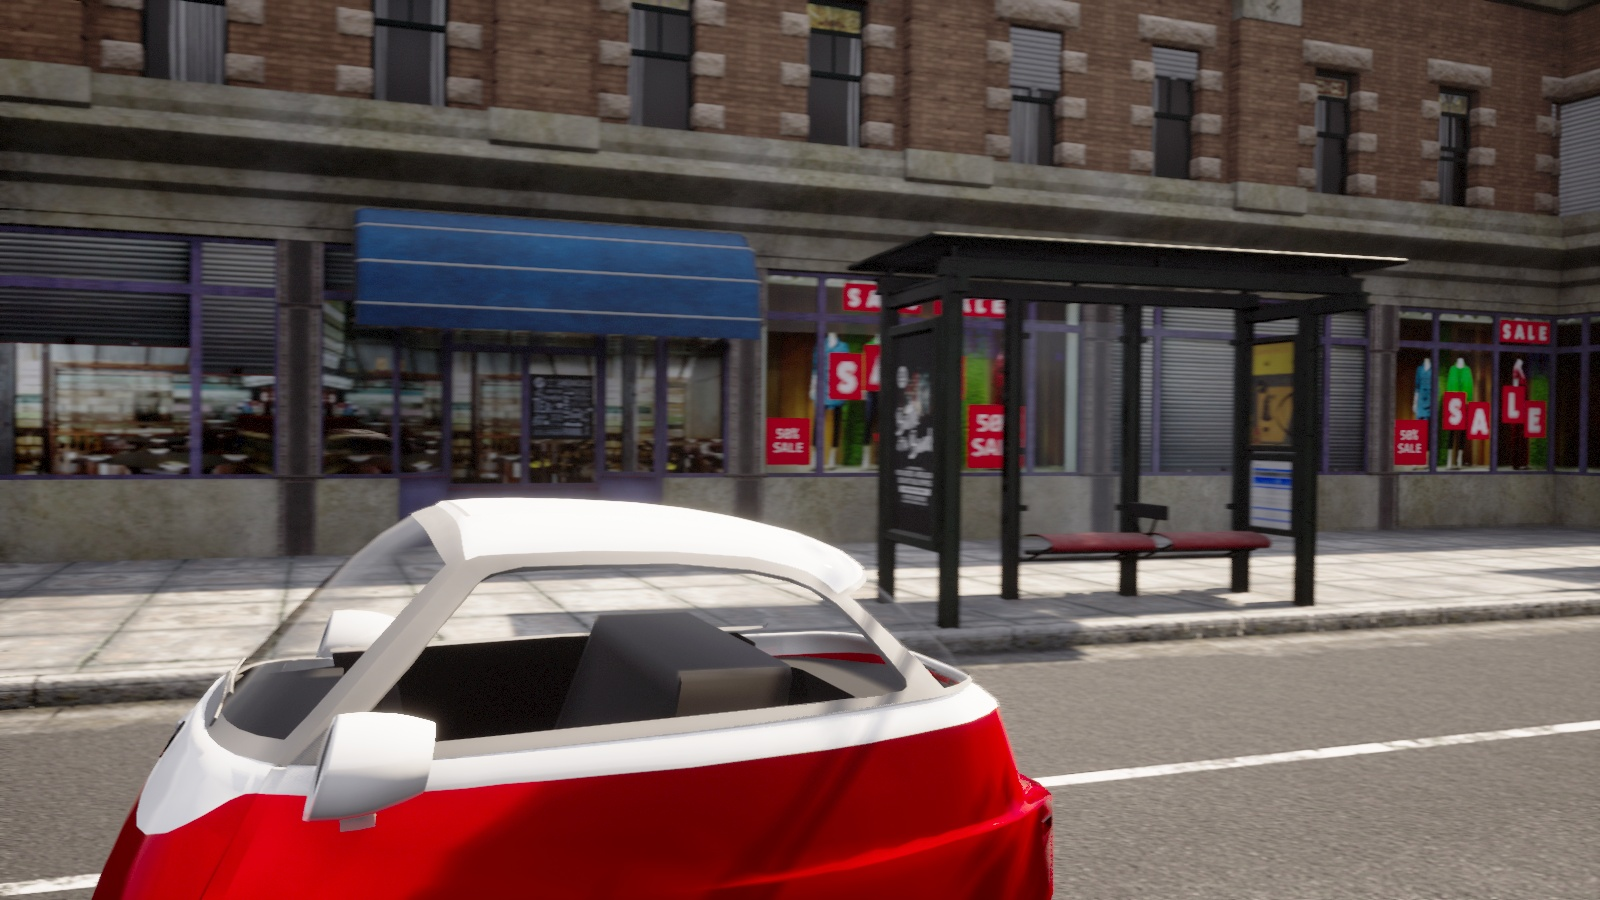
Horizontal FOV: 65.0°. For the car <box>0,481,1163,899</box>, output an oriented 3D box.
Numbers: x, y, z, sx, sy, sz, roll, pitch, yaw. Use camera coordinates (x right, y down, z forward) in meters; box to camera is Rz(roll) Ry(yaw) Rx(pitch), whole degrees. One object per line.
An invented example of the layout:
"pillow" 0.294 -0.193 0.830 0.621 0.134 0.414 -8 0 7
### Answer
"car" -0.499 0.809 3.050 2.207 1.376 1.481 -1 1 -21
